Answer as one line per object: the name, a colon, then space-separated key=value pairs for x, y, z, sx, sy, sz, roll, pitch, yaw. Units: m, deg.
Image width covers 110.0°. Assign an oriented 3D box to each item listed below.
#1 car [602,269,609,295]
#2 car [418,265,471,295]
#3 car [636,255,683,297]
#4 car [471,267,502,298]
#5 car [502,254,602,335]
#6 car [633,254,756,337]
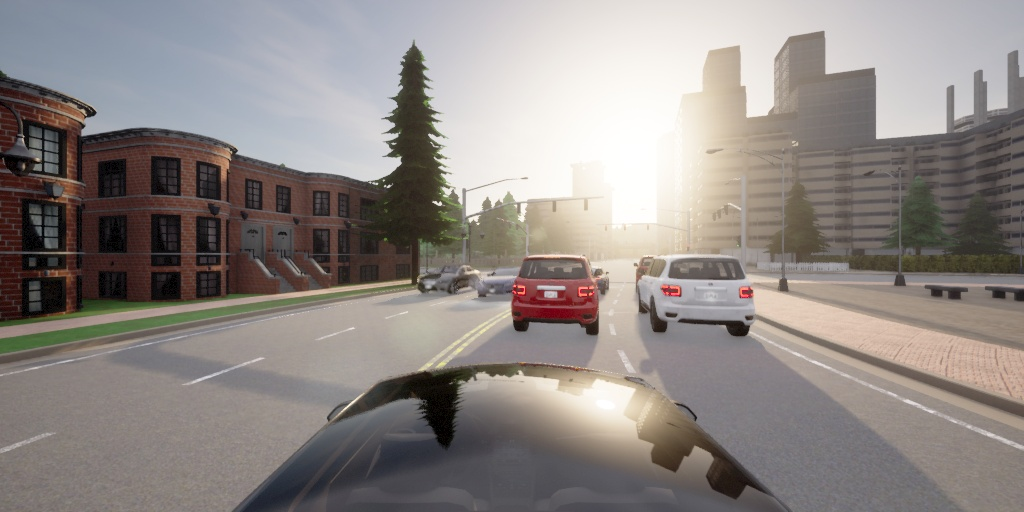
car: x=4.361 y=1.276 z=20.000 sx=1.812 sy=1.442 sz=4.674 roll=0 pitch=0 yaw=19
car: x=-3.288 y=1.242 z=19.781 sx=2.128 sy=1.511 sz=4.902 roll=0 pitch=0 yaw=19
car: x=8.168 y=0.971 z=20.335 sx=2.150 sy=2.045 sz=5.566 roll=0 pitch=0 yaw=19
car: x=-0.147 y=1.275 z=18.138 sx=1.812 sy=1.442 sz=4.674 roll=0 pitch=0 yaw=19
car: x=1.493 y=0.971 z=10.806 sx=2.150 sy=2.045 sz=5.566 roll=0 pitch=0 yaw=13
car: x=5.082 y=0.972 z=10.637 sx=2.150 sy=2.045 sz=5.566 roll=0 pitch=0 yaw=14
